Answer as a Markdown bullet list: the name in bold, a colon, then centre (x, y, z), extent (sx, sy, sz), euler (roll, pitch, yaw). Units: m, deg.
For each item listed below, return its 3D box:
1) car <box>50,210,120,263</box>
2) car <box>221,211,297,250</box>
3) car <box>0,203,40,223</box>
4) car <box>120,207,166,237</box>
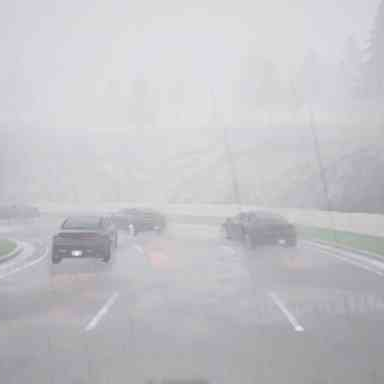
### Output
- **car**: centre (-3.858, 1.580, 12.412), extent (1.837, 1.490, 4.892), euler (1, 0, -9)
- **car**: centre (2.799, 1.595, 14.875), extent (1.837, 1.490, 4.892), euler (1, 0, -14)
- **car**: centre (-14.803, 1.647, 26.555), extent (4.902, 1.511, 2.128), euler (0, -1, -4)
- **car**: centre (-3.375, 1.617, 19.161), extent (1.837, 1.490, 4.892), euler (2, -2, -39)
